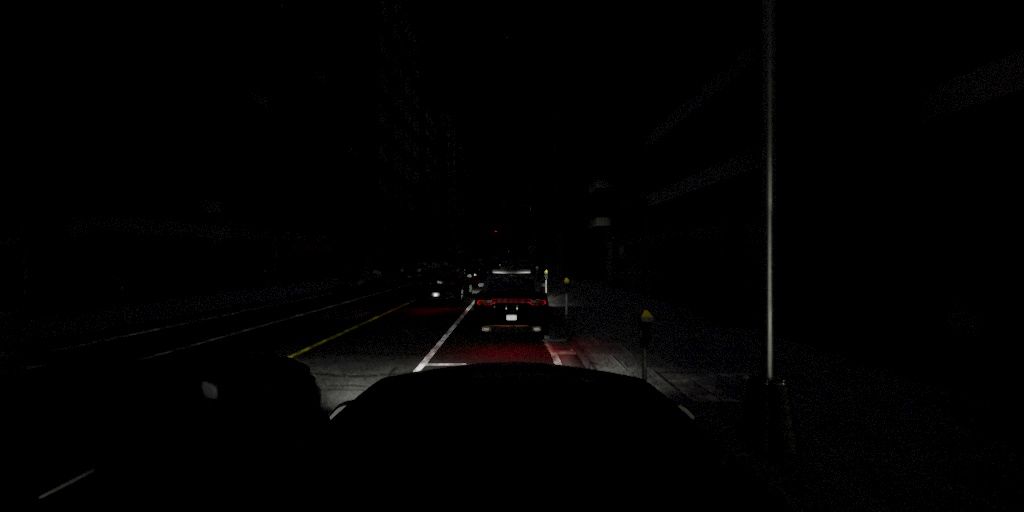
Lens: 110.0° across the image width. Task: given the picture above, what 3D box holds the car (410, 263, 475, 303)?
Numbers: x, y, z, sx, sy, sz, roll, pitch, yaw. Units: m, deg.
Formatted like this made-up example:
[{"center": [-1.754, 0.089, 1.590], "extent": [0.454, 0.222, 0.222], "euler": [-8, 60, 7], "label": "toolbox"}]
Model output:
[{"center": [-3.016, 1.258, 16.630], "extent": [1.837, 1.490, 4.892], "euler": [0, 0, 0], "label": "car"}]

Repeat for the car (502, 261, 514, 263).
[{"center": [-0.383, 1.300, 25.913], "extent": [2.007, 1.370, 4.403], "euler": [0, 0, 0], "label": "car"}]

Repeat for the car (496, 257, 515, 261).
[{"center": [-0.383, 1.190, 36.951], "extent": [1.967, 1.591, 4.097], "euler": [0, 0, 0], "label": "car"}]

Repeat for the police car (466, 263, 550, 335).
[{"center": [-0.012, 1.175, 10.610], "extent": [1.930, 1.638, 5.238], "euler": [0, 0, 0], "label": "police car"}]

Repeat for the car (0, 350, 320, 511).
[{"center": [-3.020, 1.275, 2.012], "extent": [1.812, 1.442, 4.674], "euler": [0, 0, 0], "label": "car"}]

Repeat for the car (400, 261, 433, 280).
[{"center": [-8.408, 1.190, 31.425], "extent": [1.967, 1.591, 4.097], "euler": [0, 0, 0], "label": "car"}]

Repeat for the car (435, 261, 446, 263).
[{"center": [-8.408, 1.275, 36.773], "extent": [1.751, 1.417, 4.829], "euler": [0, 0, 0], "label": "car"}]

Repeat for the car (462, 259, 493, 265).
[{"center": [-3.016, 1.258, 31.646], "extent": [1.837, 1.490, 4.892], "euler": [0, 0, 0], "label": "car"}]

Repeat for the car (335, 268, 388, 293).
[{"center": [-8.408, 1.332, 20.388], "extent": [1.802, 1.307, 4.207], "euler": [0, 0, 0], "label": "car"}]
